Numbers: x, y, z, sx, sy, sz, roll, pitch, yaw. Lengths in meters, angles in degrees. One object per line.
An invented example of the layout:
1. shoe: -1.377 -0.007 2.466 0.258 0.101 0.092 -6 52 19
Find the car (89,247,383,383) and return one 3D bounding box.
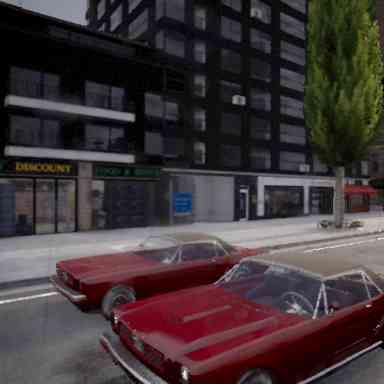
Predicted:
1. car: 1.267 1.602 4.587 4.718 1.301 1.895 0 0 -35

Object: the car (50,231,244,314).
1. car: -0.499 1.602 7.319 4.718 1.301 1.895 0 0 -35
